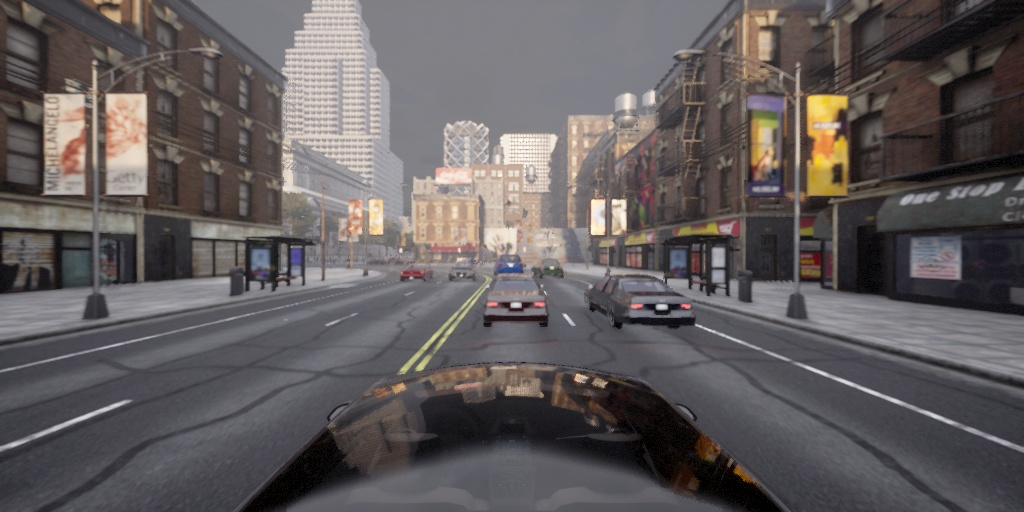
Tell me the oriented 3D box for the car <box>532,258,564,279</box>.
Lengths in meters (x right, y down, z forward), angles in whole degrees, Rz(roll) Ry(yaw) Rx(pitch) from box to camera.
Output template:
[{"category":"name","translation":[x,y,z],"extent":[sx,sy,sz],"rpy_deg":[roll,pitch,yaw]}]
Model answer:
[{"category":"car","translation":[2.996,0.990,31.241],"extent":[2.097,1.767,4.553],"rpy_deg":[0,0,-7]}]

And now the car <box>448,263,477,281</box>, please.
[{"category":"car","translation":[-3.750,1.211,28.025],"extent":[1.994,1.385,4.181],"rpy_deg":[0,0,-2]}]

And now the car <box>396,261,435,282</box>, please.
[{"category":"car","translation":[-7.205,1.247,27.598],"extent":[1.895,1.301,4.718],"rpy_deg":[0,0,-3]}]

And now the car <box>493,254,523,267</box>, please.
[{"category":"car","translation":[-0.386,0.859,30.924],"extent":[2.150,2.045,5.566],"rpy_deg":[0,0,-7]}]

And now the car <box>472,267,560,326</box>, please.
[{"category":"car","translation":[0.101,1.260,11.416],"extent":[2.033,1.411,5.357],"rpy_deg":[0,0,0]}]

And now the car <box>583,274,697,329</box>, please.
[{"category":"car","translation":[3.601,1.263,11.122],"extent":[2.033,1.411,5.357],"rpy_deg":[0,0,0]}]
